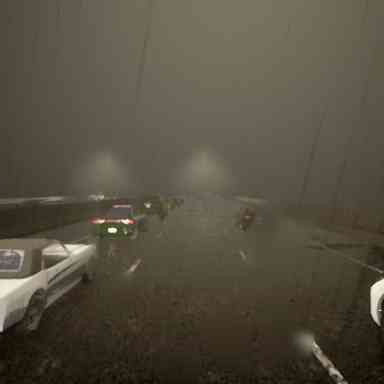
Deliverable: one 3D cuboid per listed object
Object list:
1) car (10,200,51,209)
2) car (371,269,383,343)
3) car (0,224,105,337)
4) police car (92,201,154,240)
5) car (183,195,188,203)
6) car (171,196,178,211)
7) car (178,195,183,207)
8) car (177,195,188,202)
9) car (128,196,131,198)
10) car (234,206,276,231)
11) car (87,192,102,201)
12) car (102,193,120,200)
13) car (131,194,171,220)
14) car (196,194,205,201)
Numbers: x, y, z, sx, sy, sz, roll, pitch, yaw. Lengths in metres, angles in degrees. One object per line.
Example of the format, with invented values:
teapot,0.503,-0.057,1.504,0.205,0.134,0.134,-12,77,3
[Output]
car,-13.839,1.419,28.736,2.128,1.511,4.902,0,0,1
car,3.609,1.215,2.340,2.150,2.045,5.566,0,0,0
car,-3.377,1.582,6.636,1.895,1.301,4.718,0,0,0
police car,-3.413,1.462,16.781,2.038,1.542,4.974,0,0,1
car,-2.413,1.383,60.641,2.128,1.511,4.902,0,0,2
car,-3.048,1.370,38.904,1.801,1.575,5.366,0,0,1
car,-2.767,1.426,49.679,1.812,1.442,4.674,0,0,2
car,-1.989,1.432,71.601,2.033,1.411,5.357,0,0,2
car,-12.572,1.426,69.770,1.994,1.385,4.181,0,0,2
car,3.735,1.516,20.237,1.994,1.385,4.181,0,0,1
car,-19.637,1.098,68.261,2.150,2.045,5.566,0,0,2
car,-16.155,1.231,67.755,2.097,1.767,4.553,0,0,2
car,-3.267,1.155,27.778,2.150,2.045,5.566,0,0,1
car,1.893,1.286,80.630,2.128,1.511,4.902,0,0,3
